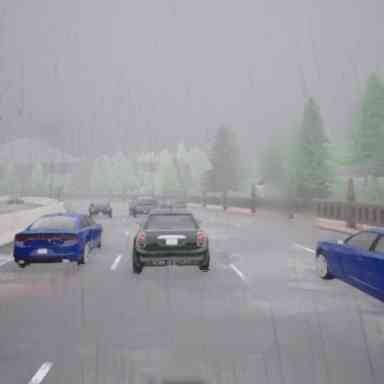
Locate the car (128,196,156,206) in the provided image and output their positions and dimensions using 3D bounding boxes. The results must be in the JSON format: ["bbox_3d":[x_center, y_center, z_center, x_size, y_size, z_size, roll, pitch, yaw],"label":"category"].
[{"bbox_3d":[-4.455,1.373,29.104,2.128,1.511,4.902,0,0,-16],"label":"car"}]

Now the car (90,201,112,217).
[{"bbox_3d":[-8.171,1.490,29.463,1.895,1.301,4.718,0,0,-17],"label":"car"}]

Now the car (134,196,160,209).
[{"bbox_3d":[-5.978,1.297,43.694,1.882,1.535,5.008,0,1,-25],"label":"car"}]

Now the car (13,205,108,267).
[{"bbox_3d":[-4.302,1.438,11.418,1.882,1.535,5.008,0,0,-6],"label":"car"}]

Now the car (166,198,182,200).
[{"bbox_3d":[-1.840,1.350,32.613,2.128,1.511,4.902,0,0,-18],"label":"car"}]

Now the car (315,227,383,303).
[{"bbox_3d":[4.290,1.435,6.829,1.882,1.535,5.008,0,0,-4],"label":"car"}]

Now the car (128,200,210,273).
[{"bbox_3d":[-0.732,1.305,10.766,2.097,1.767,4.553,0,0,-6],"label":"car"}]
